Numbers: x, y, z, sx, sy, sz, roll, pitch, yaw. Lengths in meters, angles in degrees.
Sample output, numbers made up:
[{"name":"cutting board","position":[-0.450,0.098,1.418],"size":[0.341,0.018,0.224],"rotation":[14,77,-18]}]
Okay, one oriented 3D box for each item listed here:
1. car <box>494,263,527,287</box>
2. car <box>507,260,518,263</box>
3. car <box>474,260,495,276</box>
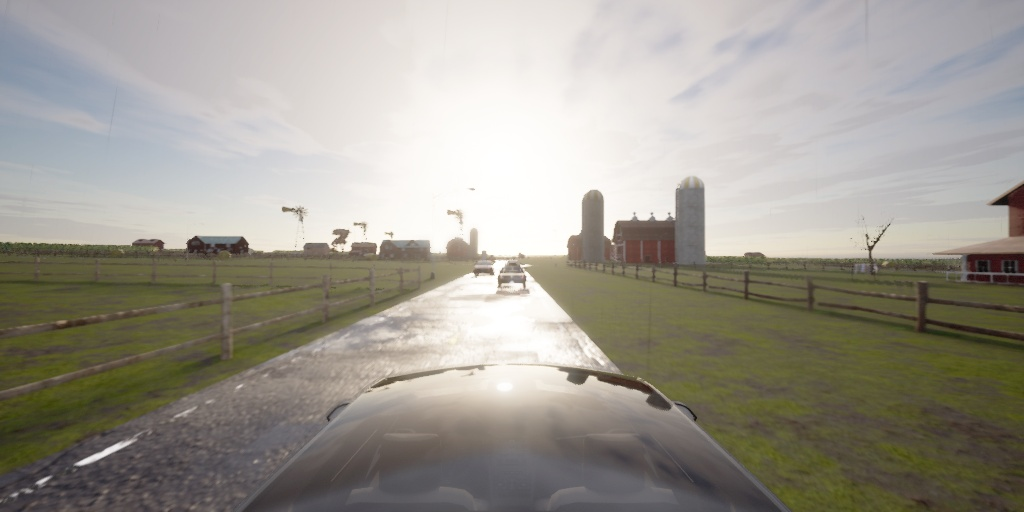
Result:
[{"name":"car","position":[0.011,1.345,24.319],"size":[1.895,1.301,4.718],"rotation":[0,0,0]},{"name":"car","position":[0.063,1.245,44.876],"size":[1.837,1.490,4.892],"rotation":[0,0,0]},{"name":"car","position":[-2.801,1.219,36.895],"size":[1.882,1.535,5.008],"rotation":[0,0,1]}]
